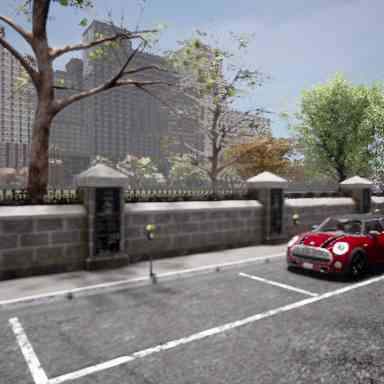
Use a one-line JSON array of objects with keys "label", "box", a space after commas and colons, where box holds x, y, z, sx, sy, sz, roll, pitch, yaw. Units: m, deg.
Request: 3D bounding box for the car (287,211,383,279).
[{"label": "car", "box": [4.675, 1.404, 9.886, 4.097, 1.590, 1.967, 0, 0, -35]}]
